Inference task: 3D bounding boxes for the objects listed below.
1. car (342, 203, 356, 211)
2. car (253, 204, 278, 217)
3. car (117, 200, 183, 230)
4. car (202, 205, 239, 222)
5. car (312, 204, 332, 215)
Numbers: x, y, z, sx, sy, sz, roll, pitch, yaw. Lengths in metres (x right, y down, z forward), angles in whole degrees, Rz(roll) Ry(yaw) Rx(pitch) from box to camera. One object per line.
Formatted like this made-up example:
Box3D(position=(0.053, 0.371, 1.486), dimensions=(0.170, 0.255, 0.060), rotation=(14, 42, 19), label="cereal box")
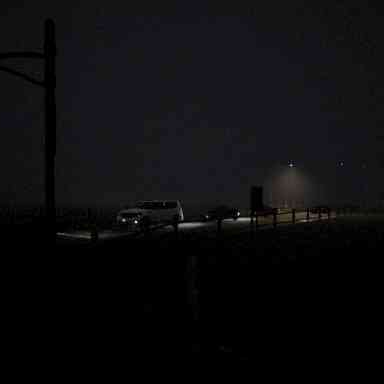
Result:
Box3D(position=(29.807, 2.867, 63.089), dimensions=(1.837, 1.490, 4.892), rotation=(0, -1, 36), label="car")
Box3D(position=(8.900, 2.265, 40.768), dimensions=(2.128, 1.511, 4.902), rotation=(0, -1, 36), label="car")
Box3D(position=(-2.947, 1.608, 24.601), dimensions=(2.150, 2.045, 5.566), rotation=(0, -1, 36), label="car")
Box3D(position=(2.869, 2.067, 32.539), dimensions=(2.128, 1.511, 4.902), rotation=(0, -1, 36), label="car")
Box3D(position=(18.819, 2.518, 48.074), dimensions=(1.812, 1.442, 4.674), rotation=(0, -2, 36), label="car")
